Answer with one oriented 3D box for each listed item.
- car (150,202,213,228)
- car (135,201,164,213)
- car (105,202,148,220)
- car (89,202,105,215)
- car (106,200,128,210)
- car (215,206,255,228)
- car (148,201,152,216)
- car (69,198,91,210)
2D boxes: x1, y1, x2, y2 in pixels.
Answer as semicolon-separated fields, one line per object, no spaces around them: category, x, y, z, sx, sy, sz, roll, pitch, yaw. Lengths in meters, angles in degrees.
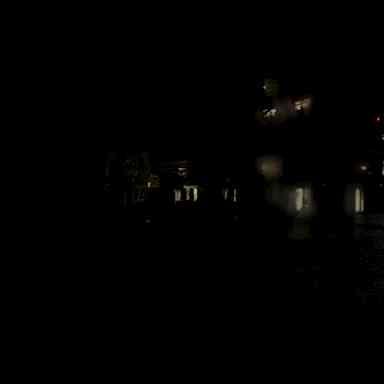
car;-0.805;1.615;22.718;1.887;1.381;4.507;1;-1;-35
car;-5.744;1.965;44.802;2.008;1.369;4.403;1;-1;-35
car;-5.972;1.730;30.088;1.802;1.307;4.206;1;-1;-35
car;-11.139;1.792;37.459;1.947;1.339;4.313;1;-1;-35
car;-12.237;2.038;53.972;1.752;1.417;4.829;1;-1;-35
car;2.344;1.672;22.973;1.994;1.385;4.181;1;-1;-35
car;-4.696;1.777;33.020;1.994;1.385;4.181;1;-1;-35
car;-17.271;1.758;51.131;2.097;1.767;4.553;1;-1;-35
